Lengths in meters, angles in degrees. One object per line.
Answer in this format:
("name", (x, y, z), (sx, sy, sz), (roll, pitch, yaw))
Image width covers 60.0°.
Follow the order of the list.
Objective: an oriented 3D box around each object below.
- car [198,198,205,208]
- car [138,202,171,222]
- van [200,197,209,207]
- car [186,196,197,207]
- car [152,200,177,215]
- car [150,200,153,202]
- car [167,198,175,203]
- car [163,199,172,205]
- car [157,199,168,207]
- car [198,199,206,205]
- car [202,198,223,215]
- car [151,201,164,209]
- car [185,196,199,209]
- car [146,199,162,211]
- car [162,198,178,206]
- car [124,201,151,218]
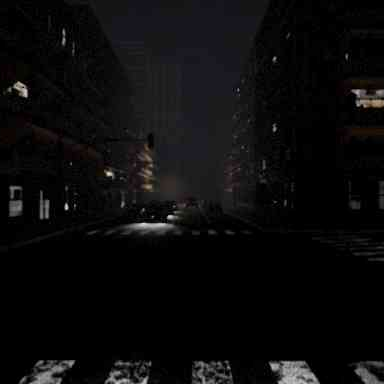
("car", (2.578, 2.117, 56.079), (2.008, 1.369, 4.403), (0, -1, 0))
("car", (-3.150, 1.844, 28.721), (1.994, 1.385, 4.181), (0, -1, 0))
("van", (2.556, 2.023, 67.137), (1.690, 1.788, 3.998), (0, -1, 0))
("car", (-0.126, 1.914, 68.126), (2.150, 2.045, 5.566), (0, -1, 0))
("car", (-3.163, 1.946, 38.671), (1.994, 1.385, 4.181), (0, -1, 0))
("car", (-5.772, 1.954, 39.486), (1.947, 1.339, 4.313), (0, -1, 0))
("car", (-5.873, 2.525, 94.762), (2.008, 1.369, 4.403), (0, -1, 0))
("car", (-5.842, 2.376, 78.180), (1.802, 1.307, 4.206), (0, -1, 0))
("car", (-5.822, 2.199, 66.955), (1.752, 1.417, 4.829), (0, -1, 0))
("car", (2.527, 2.405, 83.718), (1.887, 1.381, 4.507), (-1, -1, 0))
("car", (2.607, 1.835, 39.498), (1.967, 1.590, 4.097), (0, -1, 0))
("car", (-5.803, 2.141, 56.070), (1.802, 1.307, 4.206), (0, -1, 0))
("car", (-0.004, 1.791, 56.335), (2.150, 2.045, 5.566), (0, 0, 0))
("car", (-5.793, 1.942, 50.543), (1.967, 1.590, 4.097), (0, -1, 0))
("car", (-3.158, 1.993, 49.011), (1.837, 1.490, 4.892), (0, -1, 1))
("car", (-5.761, 1.882, 33.960), (2.008, 1.369, 4.403), (0, -1, 0))
